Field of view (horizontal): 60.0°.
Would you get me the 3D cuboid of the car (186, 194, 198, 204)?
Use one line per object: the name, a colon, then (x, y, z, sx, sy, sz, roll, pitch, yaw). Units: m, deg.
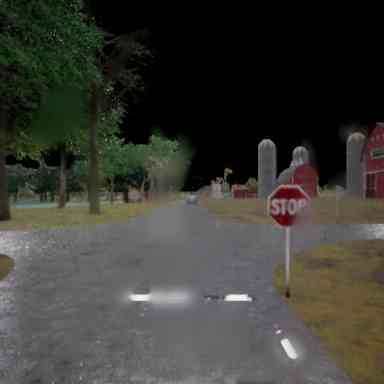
car: (0.010, 1.514, 63.057, 2.128, 1.511, 4.902, 0, 0, 0)

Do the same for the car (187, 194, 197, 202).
car: (0.012, 1.315, 73.451, 2.097, 1.767, 4.553, 0, -1, 0)
